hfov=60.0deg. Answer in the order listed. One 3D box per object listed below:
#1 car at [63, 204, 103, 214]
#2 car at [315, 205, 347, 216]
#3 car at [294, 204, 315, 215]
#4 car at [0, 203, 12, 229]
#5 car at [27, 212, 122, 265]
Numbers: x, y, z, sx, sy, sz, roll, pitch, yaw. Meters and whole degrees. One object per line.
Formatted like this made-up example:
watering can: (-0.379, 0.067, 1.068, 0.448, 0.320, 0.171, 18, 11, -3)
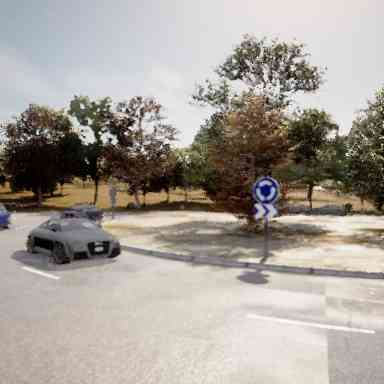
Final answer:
car: (-9.334, 1.764, 28.508, 1.994, 1.385, 4.181, 0, -1, 15)
car: (17.924, 2.348, 43.504, 4.181, 1.385, 1.994, 0, -1, 29)
car: (12.566, 2.183, 42.153, 4.902, 1.511, 2.128, 1, -1, 16)
car: (-11.963, 1.394, 18.806, 2.097, 1.767, 4.553, 1, -1, -10)
car: (-4.315, 1.619, 11.936, 1.994, 1.385, 4.181, 1, -1, -44)
